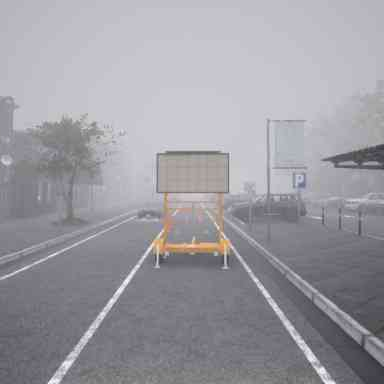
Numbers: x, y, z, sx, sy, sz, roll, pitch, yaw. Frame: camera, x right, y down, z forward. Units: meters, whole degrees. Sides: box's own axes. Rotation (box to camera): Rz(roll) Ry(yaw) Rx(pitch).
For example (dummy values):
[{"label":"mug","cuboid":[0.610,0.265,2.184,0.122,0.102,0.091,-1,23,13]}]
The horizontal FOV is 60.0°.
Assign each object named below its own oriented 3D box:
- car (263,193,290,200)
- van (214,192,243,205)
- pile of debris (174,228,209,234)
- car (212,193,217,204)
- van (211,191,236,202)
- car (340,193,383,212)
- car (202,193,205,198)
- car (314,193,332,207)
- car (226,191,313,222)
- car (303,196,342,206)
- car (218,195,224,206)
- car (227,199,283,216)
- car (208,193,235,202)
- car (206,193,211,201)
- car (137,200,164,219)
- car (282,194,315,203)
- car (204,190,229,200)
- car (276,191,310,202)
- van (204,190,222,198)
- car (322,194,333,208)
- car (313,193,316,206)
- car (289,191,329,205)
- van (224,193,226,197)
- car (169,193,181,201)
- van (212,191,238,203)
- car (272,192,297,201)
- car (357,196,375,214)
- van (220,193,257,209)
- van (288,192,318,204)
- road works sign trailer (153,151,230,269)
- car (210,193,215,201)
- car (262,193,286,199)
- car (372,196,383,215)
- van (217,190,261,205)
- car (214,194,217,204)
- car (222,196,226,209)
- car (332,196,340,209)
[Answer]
[{"label":"car","cuboid":[18.488,0.940,72.994,5.366,1.575,1.946,0,1,0]},{"label":"van","cuboid":[5.759,0.973,52.942,4.442,1.987,1.878,0,1,0]},{"label":"pile of debris","cuboid":[-0.016,2.108,18.181,1.860,0.140,1.500,0,0,0]},{"label":"car","cuboid":[5.653,1.298,47.334,4.674,1.452,2.002,0,1,0]},{"label":"van","cuboid":[5.739,0.866,61.350,4.442,1.987,1.878,0,1,0]},{"label":"car","cuboid":[18.739,1.097,34.129,5.566,2.045,2.435,0,0,0]},{"label":"car","cuboid":[5.566,0.696,72.561,5.566,2.045,2.435,0,1,0]},{"label":"car","cuboid":[18.932,1.296,42.460,5.366,1.575,1.946,0,0,0]},{"label":"car","cuboid":[5.682,1.142,24.900,5.566,2.045,2.435,0,0,0]},{"label":"car","cuboid":[18.763,1.282,48.015,4.792,1.488,2.163,0,1,0]},{"label":"car","cuboid":[5.678,1.337,36.115,5.008,1.535,2.097,0,0,0]},{"label":"car","cuboid":[5.699,1.405,30.508,4.674,1.452,2.002,0,0,0]},{"label":"car","cuboid":[5.609,1.057,64.156,4.892,1.521,2.231,0,1,0]},{"label":"car","cuboid":[5.607,0.912,55.742,5.566,2.045,2.435,0,1,0]},{"label":"car","cuboid":[-3.379,1.433,28.448,2.033,1.411,5.357,0,0,0]},{"label":"car","cuboid":[18.893,1.119,59.117,5.366,1.575,1.946,0,1,0]},{"label":"car","cuboid":[5.560,0.660,75.364,5.566,2.045,2.435,0,1,0]},{"label":"car","cuboid":[18.729,0.835,61.889,5.566,2.045,2.435,0,1,0]},{"label":"van","cuboid":[5.444,0.541,86.577,4.442,1.987,1.878,0,1,0]},{"label":"car","cuboid":[18.749,1.318,39.682,5.008,1.535,2.097,0,0,0]},{"label":"car","cuboid":[18.711,1.310,45.231,4.792,1.488,2.163,0,1,0]},{"label":"car","cuboid":[18.749,0.942,53.563,5.566,2.045,2.435,0,1,0]},{"label":"van","cuboid":[5.807,1.125,33.310,4.442,1.987,1.878,0,0,0]},{"label":"car","cuboid":[-3.318,0.917,64.659,2.097,1.767,4.553,0,1,0]},{"label":"van","cuboid":[5.745,0.902,58.547,4.442,1.987,1.878,0,1,0]},{"label":"car","cuboid":[18.718,0.889,67.443,4.553,1.767,2.185,0,1,0]},{"label":"car","cuboid":[18.779,1.362,31.354,5.008,1.535,2.097,0,0,0]},{"label":"van","cuboid":[5.786,1.077,41.722,4.442,1.987,1.878,0,0,0]},{"label":"van","cuboid":[18.831,0.931,56.339,4.442,1.987,1.878,0,1,0]},{"label":"road works sign trailer","cuboid":[0.036,0.441,11.128,2.380,3.560,2.880,0,0,2]},{"label":"car","cuboid":[5.655,1.230,50.137,4.892,1.521,2.231,0,1,0]},{"label":"car","cuboid":[18.673,0.908,75.771,4.892,1.521,2.231,0,1,0]},{"label":"car","cuboid":[18.786,1.376,28.578,5.008,1.535,2.097,0,0,0]},{"label":"van","cuboid":[5.560,1.096,38.920,4.442,1.987,1.878,0,0,0]},{"label":"car","cuboid":[5.692,1.313,44.527,4.792,1.488,2.163,0,0,0]},{"label":"car","cuboid":[5.518,1.376,27.704,5.366,1.575,1.946,0,0,0]},{"label":"car","cuboid":[18.755,1.335,36.904,4.892,1.521,2.231,0,0,0]}]
